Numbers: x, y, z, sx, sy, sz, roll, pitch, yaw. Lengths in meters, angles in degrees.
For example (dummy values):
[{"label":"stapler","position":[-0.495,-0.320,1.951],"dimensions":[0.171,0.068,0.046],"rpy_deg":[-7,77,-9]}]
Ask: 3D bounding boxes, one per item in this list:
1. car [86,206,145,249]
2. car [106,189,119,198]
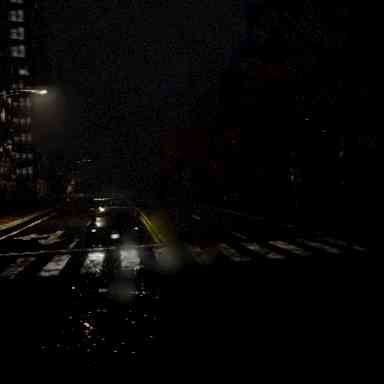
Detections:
[{"label":"car","position":[-2.978,1.244,13.024],"dimensions":[1.994,1.385,4.181],"rpy_deg":[-2,2,-12]},{"label":"car","position":[-13.286,0.176,55.725],"dimensions":[2.128,1.511,4.902],"rpy_deg":[-2,2,-15]}]
